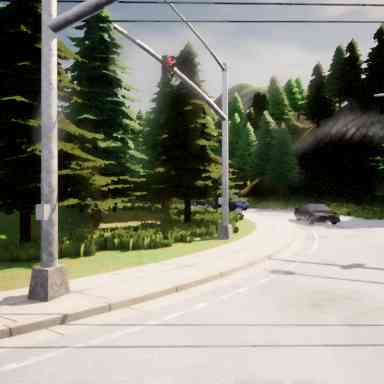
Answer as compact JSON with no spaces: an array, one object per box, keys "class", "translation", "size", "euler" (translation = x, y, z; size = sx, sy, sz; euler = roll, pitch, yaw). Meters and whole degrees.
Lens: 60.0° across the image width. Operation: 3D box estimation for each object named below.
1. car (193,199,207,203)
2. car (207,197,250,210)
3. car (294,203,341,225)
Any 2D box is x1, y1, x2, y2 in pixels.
[{"class":"car","translation":[2.036,1.504,50.039],"size":[1.837,1.490,4.892],"euler":[0,0,-37]},{"class":"car","translation":[4.518,1.223,40.026],"size":[2.150,2.045,5.566],"euler":[0,0,-31]},{"class":"car","translation":[9.026,1.547,24.506],"size":[2.033,1.411,5.357],"euler":[0,0,2]}]
